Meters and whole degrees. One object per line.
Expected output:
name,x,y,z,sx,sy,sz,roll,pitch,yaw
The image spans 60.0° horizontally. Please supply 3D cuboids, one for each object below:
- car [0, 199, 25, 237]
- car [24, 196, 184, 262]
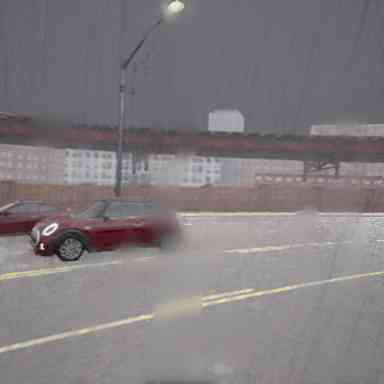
car,-6.251,1.006,12.300,4.674,1.442,1.812,1,2,-34
car,-2.569,0.983,10.499,4.553,1.767,2.097,1,2,-31
